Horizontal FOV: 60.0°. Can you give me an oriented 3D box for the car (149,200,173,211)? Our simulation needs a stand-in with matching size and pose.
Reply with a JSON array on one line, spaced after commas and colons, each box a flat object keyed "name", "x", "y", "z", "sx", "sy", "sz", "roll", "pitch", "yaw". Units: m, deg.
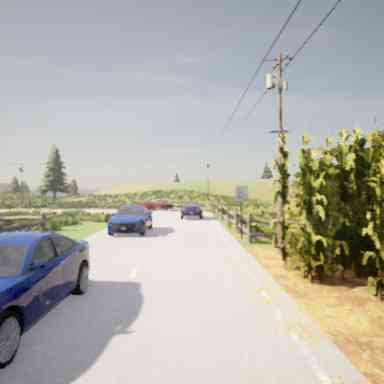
[{"name": "car", "x": -4.854, "y": 1.634, "z": 41.516, "sx": 4.718, "sy": 1.301, "sz": 1.895, "roll": 0, "pitch": 0, "yaw": 31}]

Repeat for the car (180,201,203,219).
[{"name": "car", "x": -0.039, "y": 1.538, "z": 28.980, "sx": 1.812, "sy": 1.442, "sz": 4.674, "roll": 0, "pitch": 0, "yaw": 0}]

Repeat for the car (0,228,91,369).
[{"name": "car", "x": -3.309, "y": 1.491, "z": 5.928, "sx": 1.882, "sy": 1.535, "sz": 5.008, "roll": 0, "pitch": 0, "yaw": 0}]

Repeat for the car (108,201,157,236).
[{"name": "car", "x": -3.338, "y": 1.496, "z": 18.718, "sx": 1.882, "sy": 1.535, "sz": 5.008, "roll": 0, "pitch": 0, "yaw": 0}]
